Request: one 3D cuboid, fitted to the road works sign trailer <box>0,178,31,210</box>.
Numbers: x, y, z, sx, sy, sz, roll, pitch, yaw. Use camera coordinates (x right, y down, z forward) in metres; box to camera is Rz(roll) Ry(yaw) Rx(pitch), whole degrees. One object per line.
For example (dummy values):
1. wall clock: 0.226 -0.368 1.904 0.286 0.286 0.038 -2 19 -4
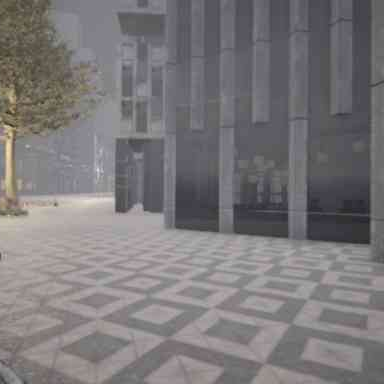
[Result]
1. road works sign trailer: -20.158 0.215 37.323 2.380 3.560 2.880 1 0 -7
